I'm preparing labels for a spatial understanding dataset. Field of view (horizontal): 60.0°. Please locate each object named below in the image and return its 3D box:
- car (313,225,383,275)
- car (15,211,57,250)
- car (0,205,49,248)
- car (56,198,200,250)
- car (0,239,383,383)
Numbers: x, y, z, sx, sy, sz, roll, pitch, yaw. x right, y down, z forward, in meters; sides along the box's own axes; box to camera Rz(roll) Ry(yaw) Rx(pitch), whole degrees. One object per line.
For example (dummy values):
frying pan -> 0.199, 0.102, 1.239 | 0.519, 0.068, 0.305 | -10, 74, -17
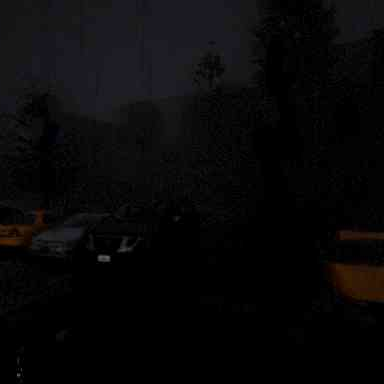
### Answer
car -> 3.546, 1.482, 6.742 | 1.946, 1.575, 5.366 | 1, -1, 15
car -> -3.740, 1.495, 12.154 | 2.002, 1.452, 4.674 | 1, 0, 15
car -> -6.145, 1.435, 14.075 | 1.946, 1.575, 5.366 | 0, -1, 16
car -> -1.296, 1.222, 10.378 | 2.435, 2.045, 5.566 | 1, 0, 16
car -> 0.146, 1.546, 3.272 | 5.357, 1.411, 2.033 | 0, 0, 36
